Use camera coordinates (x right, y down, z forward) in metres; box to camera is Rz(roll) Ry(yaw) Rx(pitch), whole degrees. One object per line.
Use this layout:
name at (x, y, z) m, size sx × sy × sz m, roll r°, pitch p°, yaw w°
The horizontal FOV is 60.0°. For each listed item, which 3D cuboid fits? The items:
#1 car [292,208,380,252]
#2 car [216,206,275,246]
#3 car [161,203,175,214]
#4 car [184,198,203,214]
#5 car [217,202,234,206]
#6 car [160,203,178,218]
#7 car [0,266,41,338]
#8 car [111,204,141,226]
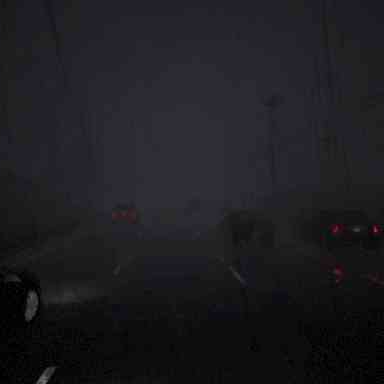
car at (6.159, 1.513, 14.860) m, size 2.097 × 1.767 × 4.553 m, roll 0°, pitch -1°, yaw -4°
car at (2.548, 1.681, 16.454) m, size 1.882 × 1.535 × 5.008 m, roll 0°, pitch -1°, yaw -4°
car at (-3.408, 2.236, 46.404) m, size 1.895 × 1.301 × 4.718 m, roll 0°, pitch -1°, yaw -5°
car at (0.223, 1.815, 44.910) m, size 2.150 × 2.045 × 5.566 m, roll 0°, pitch -1°, yaw -5°
car at (4.114, 2.002, 40.342) m, size 2.128 × 1.511 × 4.902 m, roll 0°, pitch -1°, yaw -5°
car at (-2.541, 2.091, 35.854) m, size 1.895 × 1.301 × 4.718 m, roll 0°, pitch -1°, yaw -5°
car at (-3.643, 1.585, 4.274) m, size 1.837 × 1.490 × 4.892 m, roll 0°, pitch -1°, yaw -2°
car at (-5.385, 1.751, 27.658) m, size 2.097 × 1.767 × 4.553 m, roll 0°, pitch -1°, yaw -5°
